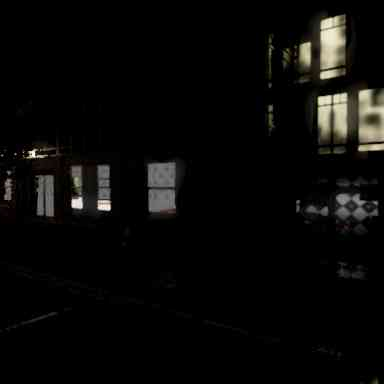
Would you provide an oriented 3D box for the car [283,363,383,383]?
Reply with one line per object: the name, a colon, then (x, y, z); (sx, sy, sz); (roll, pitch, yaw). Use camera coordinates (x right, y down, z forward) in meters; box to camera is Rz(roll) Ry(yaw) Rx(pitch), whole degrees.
car: (2.288, 1.552, 1.257); (4.206, 1.307, 1.802); (1, 2, 36)
